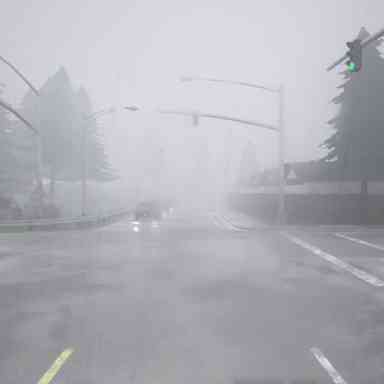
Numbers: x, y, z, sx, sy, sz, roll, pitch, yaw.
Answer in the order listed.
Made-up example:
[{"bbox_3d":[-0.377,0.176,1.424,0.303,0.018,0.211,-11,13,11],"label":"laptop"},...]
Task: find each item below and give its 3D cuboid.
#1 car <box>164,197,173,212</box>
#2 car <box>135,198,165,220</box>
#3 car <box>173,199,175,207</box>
[{"bbox_3d":[-3.599,1.564,37.952,1.994,1.385,4.181,0,0,0],"label":"car"},{"bbox_3d":[-3.603,1.505,28.038,1.837,1.490,4.892,0,0,0],"label":"car"},{"bbox_3d":[-3.515,1.504,48.307,1.837,1.490,4.892,0,0,2],"label":"car"}]
